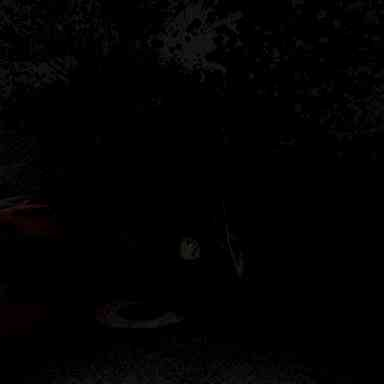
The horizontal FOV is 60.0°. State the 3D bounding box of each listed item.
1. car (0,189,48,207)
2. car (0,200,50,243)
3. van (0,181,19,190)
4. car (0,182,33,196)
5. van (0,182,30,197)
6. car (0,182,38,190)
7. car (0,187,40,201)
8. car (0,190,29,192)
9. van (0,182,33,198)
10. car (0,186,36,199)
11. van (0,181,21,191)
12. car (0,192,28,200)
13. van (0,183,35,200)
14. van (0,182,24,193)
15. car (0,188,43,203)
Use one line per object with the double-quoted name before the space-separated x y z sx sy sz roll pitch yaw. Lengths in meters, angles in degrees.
"car" -16.500 0.569 31.861 4.792 1.488 2.163 1 2 -30
"car" -6.854 1.323 15.201 5.008 1.535 2.097 1 2 -30
"van" -42.940 -1.436 77.472 4.442 1.987 1.878 1 1 -30
"car" -27.563 -0.481 51.026 5.566 2.045 2.435 1 1 -30
"van" -26.257 -0.368 48.585 4.442 1.987 1.878 1 1 -30
"car" -15.058 0.402 29.485 5.566 2.045 2.435 1 2 -30
"car" -20.600 0.252 39.076 4.792 1.488 2.163 1 1 -30
"car" -12.484 0.872 24.592 5.366 1.575 1.946 1 2 -30
"van" -24.670 -0.276 46.304 4.442 1.987 1.878 1 1 -30
"car" -23.388 0.036 43.856 5.008 1.535 2.097 1 1 -30
"van" -39.965 -1.255 72.787 4.442 1.987 1.878 1 1 -30
"car" -8.202 1.086 17.614 4.553 1.767 2.185 1 2 -30
"van" -22.087 -0.099 41.383 4.442 1.987 1.878 1 1 -30
"van" -34.426 -0.900 63.197 4.442 1.987 1.878 1 1 -30
"car" -19.281 0.348 36.792 4.792 1.488 2.163 1 2 -30
